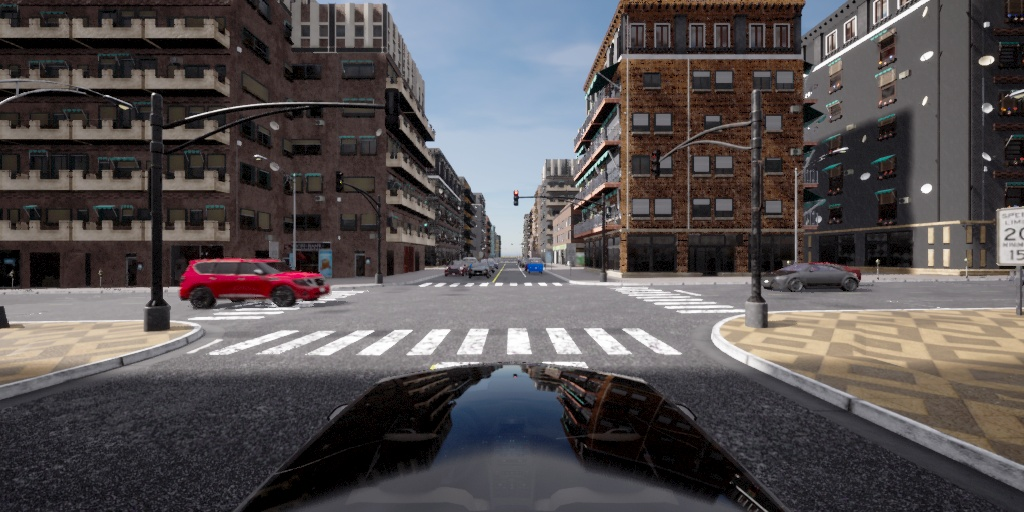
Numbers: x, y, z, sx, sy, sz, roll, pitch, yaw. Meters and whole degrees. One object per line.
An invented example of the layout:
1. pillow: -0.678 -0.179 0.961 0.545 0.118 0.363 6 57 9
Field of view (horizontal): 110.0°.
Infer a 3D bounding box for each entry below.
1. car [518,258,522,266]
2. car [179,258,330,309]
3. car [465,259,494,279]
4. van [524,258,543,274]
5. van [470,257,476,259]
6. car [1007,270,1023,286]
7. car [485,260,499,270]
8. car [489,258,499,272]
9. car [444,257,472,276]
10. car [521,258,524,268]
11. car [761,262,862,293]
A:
1. car: 2.434 1.300 58.227 1.948 1.339 4.313 0 0 0
2. car: -10.942 1.121 15.422 5.566 2.045 2.150 -1 0 0
3. car: -2.921 1.248 33.172 1.837 1.490 4.892 0 0 0
4. van: 2.602 1.081 40.861 1.690 1.789 3.998 0 0 0
5. van: -5.517 1.079 47.046 1.690 1.789 3.998 0 0 0
6. car: 29.140 0.878 18.380 5.357 1.411 2.033 -1 0 0
7. car: -2.958 1.337 53.364 1.895 1.301 4.718 0 0 0
8. car: -2.951 1.287 43.073 2.033 1.411 5.357 0 0 -1
9. car: -5.525 1.182 35.882 1.967 1.591 4.097 0 0 0
10. car: 2.552 1.283 47.065 1.888 1.381 4.507 0 0 0
11. car: 15.021 1.087 18.340 4.181 1.385 1.994 -1 0 0
